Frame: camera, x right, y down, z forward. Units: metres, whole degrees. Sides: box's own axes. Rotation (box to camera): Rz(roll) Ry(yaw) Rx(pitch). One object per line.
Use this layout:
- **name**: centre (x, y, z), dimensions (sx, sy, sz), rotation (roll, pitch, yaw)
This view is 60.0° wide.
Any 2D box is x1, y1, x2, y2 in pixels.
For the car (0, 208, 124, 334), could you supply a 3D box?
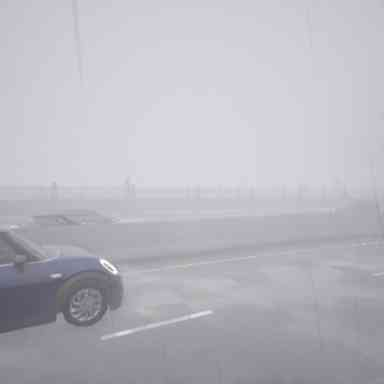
- **car**: centre (-3.445, 1.319, 5.429), dimensions (4.553, 1.767, 2.097), rotation (0, 0, -35)

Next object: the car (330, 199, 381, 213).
- **car**: centre (14.960, 1.408, 30.558), dimensions (4.902, 1.511, 2.128), rotation (0, 0, -20)

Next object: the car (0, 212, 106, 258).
- **car**: centre (-5.849, 1.533, 12.524), dimensions (4.718, 1.301, 1.895), rotation (0, 0, -33)
